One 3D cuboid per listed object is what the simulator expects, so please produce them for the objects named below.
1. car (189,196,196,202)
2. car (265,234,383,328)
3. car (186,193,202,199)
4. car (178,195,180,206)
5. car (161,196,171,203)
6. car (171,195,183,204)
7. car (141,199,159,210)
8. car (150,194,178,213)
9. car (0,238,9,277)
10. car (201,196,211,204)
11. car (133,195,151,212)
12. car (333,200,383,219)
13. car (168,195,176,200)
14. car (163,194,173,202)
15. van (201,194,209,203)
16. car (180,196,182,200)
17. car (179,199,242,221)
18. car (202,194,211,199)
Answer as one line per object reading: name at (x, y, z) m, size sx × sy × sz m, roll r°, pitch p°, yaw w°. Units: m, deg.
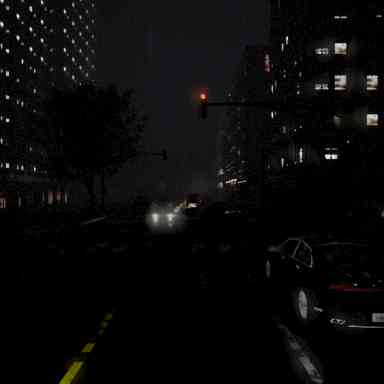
car at (0.109, 1.596, 78.833) m, size 1.812 × 1.442 × 4.674 m, roll 0°, pitch 0°, yaw 0°
car at (2.699, 1.551, 6.908) m, size 2.008 × 1.369 × 4.403 m, roll 0°, pitch 0°, yaw 0°
car at (0.180, 1.261, 56.840) m, size 2.150 × 2.045 × 5.566 m, roll 0°, pitch 0°, yaw 0°
car at (-3.031, 1.505, 46.132) m, size 1.882 × 1.535 × 5.008 m, roll 0°, pitch 0°, yaw 0°
car at (-5.592, 1.627, 72.445) m, size 1.947 × 1.339 × 4.313 m, roll 0°, pitch 0°, yaw 0°
car at (-2.949, 1.402, 65.372) m, size 2.097 × 1.767 × 4.553 m, roll 0°, pitch 0°, yaw 1°
car at (-5.630, 1.592, 44.831) m, size 1.947 × 1.339 × 4.313 m, roll 0°, pitch 0°, yaw 0°
car at (-3.048, 1.371, 37.042) m, size 2.097 × 1.767 × 4.553 m, roll 0°, pitch 0°, yaw 0°
car at (-5.681, 1.545, 6.919) m, size 1.887 × 1.381 × 4.507 m, roll 0°, pitch 0°, yaw 0°
car at (2.782, 1.577, 67.080) m, size 1.752 × 1.417 × 4.829 m, roll 0°, pitch 0°, yaw 0°
car at (-5.637, 1.336, 39.308) m, size 2.192 × 1.841 × 5.009 m, roll 0°, pitch 0°, yaw 0°
car at (13.462, 1.350, 26.299) m, size 4.403 × 1.369 × 2.008 m, roll -1°, pitch 1°, yaw 0°
car at (-5.561, 1.654, 94.536) m, size 2.008 × 1.369 × 4.403 m, roll 0°, pitch 0°, yaw 0°
car at (-5.584, 1.385, 77.967) m, size 2.192 × 1.841 × 5.009 m, roll 0°, pitch 0°, yaw 0°
van at (2.789, 1.402, 72.434) m, size 1.690 × 1.788 × 3.998 m, roll 0°, pitch 0°, yaw 0°
car at (-3.017, 1.563, 55.441) m, size 1.812 × 1.442 × 4.674 m, roll 0°, pitch 0°, yaw 1°
car at (1.610, 1.561, 27.465) m, size 2.033 × 1.411 × 5.357 m, roll 0°, pitch 0°, yaw -41°
car at (2.774, 1.610, 61.387) m, size 1.947 × 1.339 × 4.313 m, roll 0°, pitch 0°, yaw 0°
